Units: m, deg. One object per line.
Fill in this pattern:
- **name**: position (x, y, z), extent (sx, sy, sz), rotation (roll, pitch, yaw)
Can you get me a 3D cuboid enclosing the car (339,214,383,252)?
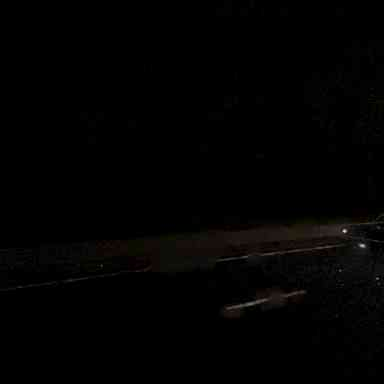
- **car**: position (7.542, 1.458, 11.967), extent (4.718, 1.301, 1.895), rotation (0, 1, -28)
